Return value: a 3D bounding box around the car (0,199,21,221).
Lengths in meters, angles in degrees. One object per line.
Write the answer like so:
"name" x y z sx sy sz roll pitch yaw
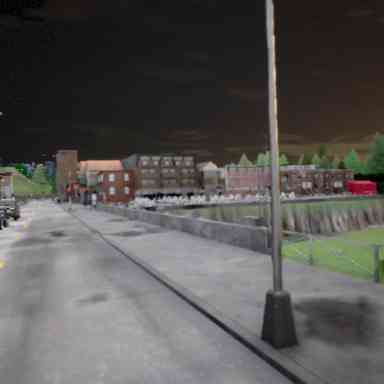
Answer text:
"car" -18.330 1.752 32.990 2.150 2.045 5.566 -2 0 -23

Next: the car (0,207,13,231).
"car" -14.207 2.016 23.555 1.895 1.301 4.718 -2 0 -24
